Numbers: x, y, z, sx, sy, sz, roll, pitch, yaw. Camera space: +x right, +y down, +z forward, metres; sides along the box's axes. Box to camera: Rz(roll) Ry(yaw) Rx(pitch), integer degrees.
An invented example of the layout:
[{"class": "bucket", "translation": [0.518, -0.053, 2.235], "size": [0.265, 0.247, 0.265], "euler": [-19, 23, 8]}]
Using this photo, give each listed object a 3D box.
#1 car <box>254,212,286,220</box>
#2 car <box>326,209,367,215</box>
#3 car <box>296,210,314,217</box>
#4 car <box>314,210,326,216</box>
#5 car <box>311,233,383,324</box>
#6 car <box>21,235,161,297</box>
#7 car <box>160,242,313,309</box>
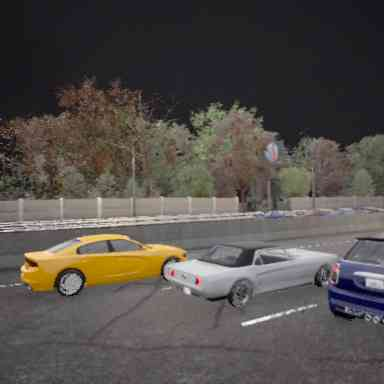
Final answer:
[{"class": "car", "translation": [10.089, 3.266, 42.786], "size": [4.674, 1.442, 1.812], "euler": [0, -3, -31]}, {"class": "car", "translation": [16.618, 2.623, 34.500], "size": [5.008, 1.535, 1.882], "euler": [0, -3, -31]}, {"class": "car", "translation": [15.156, 3.015, 41.792], "size": [5.008, 1.535, 1.882], "euler": [0, -3, -31]}, {"class": "car", "translation": [16.977, 2.817, 38.811], "size": [5.008, 1.535, 1.882], "euler": [0, -3, -31]}, {"class": "car", "translation": [4.841, 1.534, 6.621], "size": [4.553, 1.767, 2.097], "euler": [0, -3, -31]}, {"class": "car", "translation": [-2.483, 2.062, 10.326], "size": [5.008, 1.535, 1.882], "euler": [0, -3, -31]}, {"class": "car", "translation": [1.783, 1.983, 8.830], "size": [4.718, 1.301, 1.895], "euler": [0, -3, -31]}]
